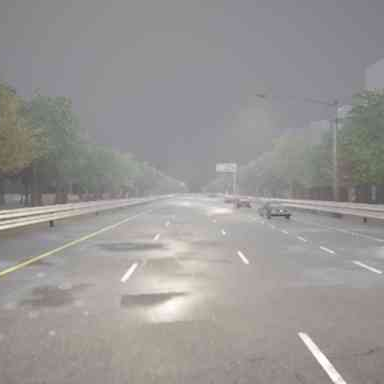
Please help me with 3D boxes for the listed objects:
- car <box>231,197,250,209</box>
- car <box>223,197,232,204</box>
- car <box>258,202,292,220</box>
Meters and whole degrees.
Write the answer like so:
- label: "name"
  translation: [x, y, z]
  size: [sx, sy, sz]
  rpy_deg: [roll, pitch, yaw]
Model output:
- label: "car"
  translation: [7.102, 1.568, 47.196]
  size: [1.812, 1.442, 4.674]
  rpy_deg: [0, 0, 0]
- label: "car"
  translation: [7.206, 1.654, 65.355]
  size: [1.895, 1.301, 4.718]
  rpy_deg: [0, 0, 0]
- label: "car"
  translation: [7.032, 1.564, 28.625]
  size: [2.033, 1.411, 5.357]
  rpy_deg: [0, 0, 0]
